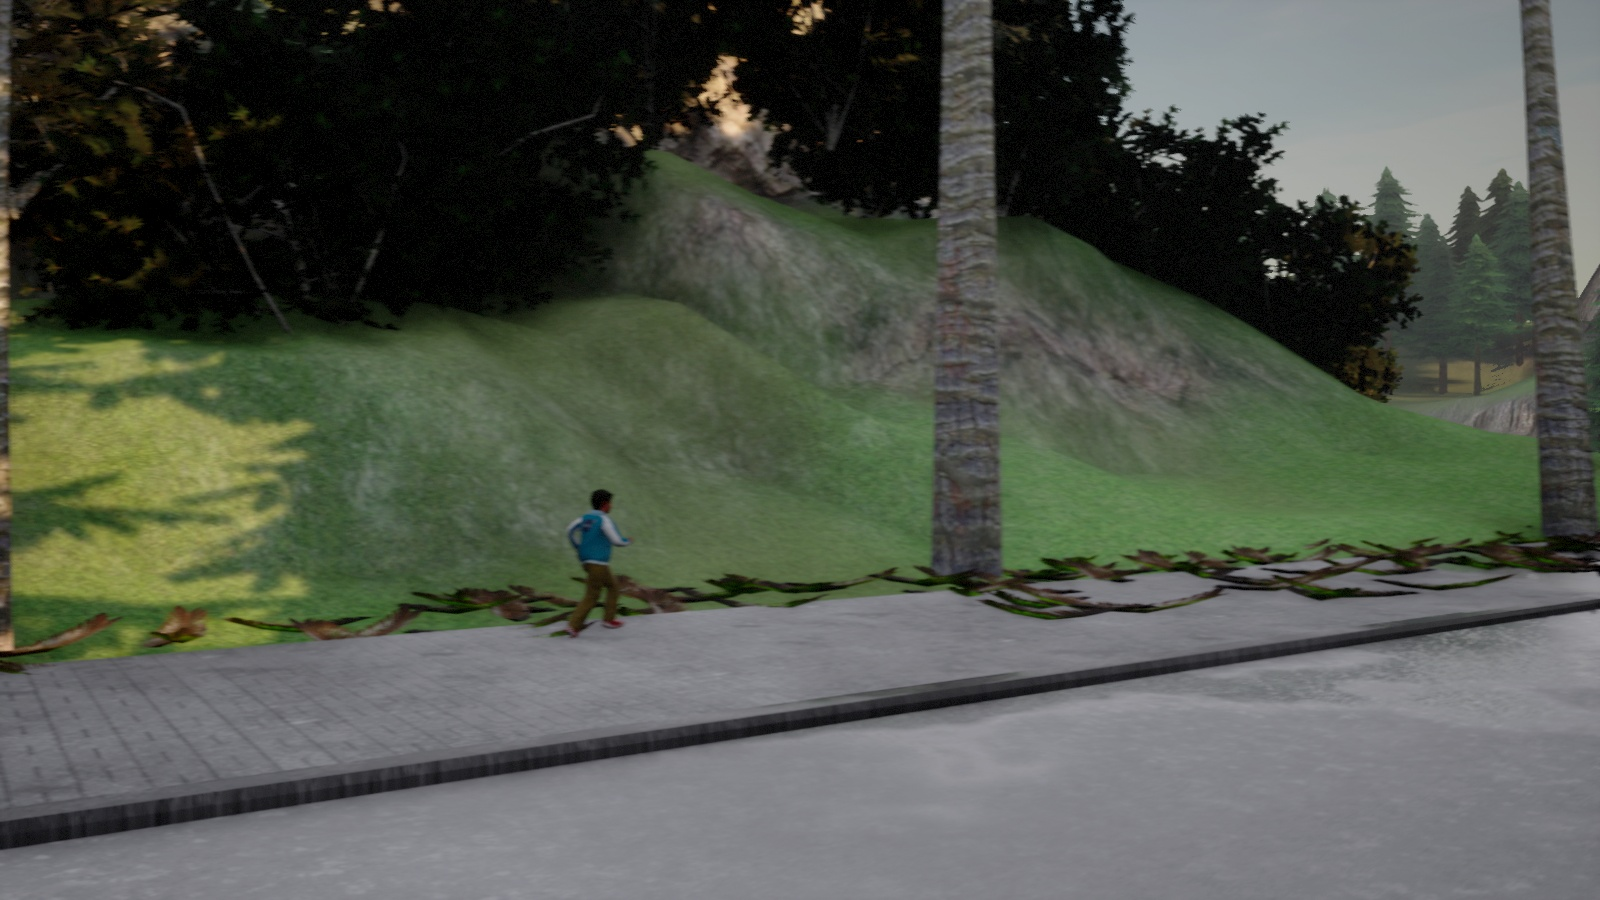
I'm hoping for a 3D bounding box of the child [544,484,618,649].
[{"bbox_3d":[-1.650,0.860,9.457,0.448,1.192,0.343,0,0,-34],"label":"child"}]
